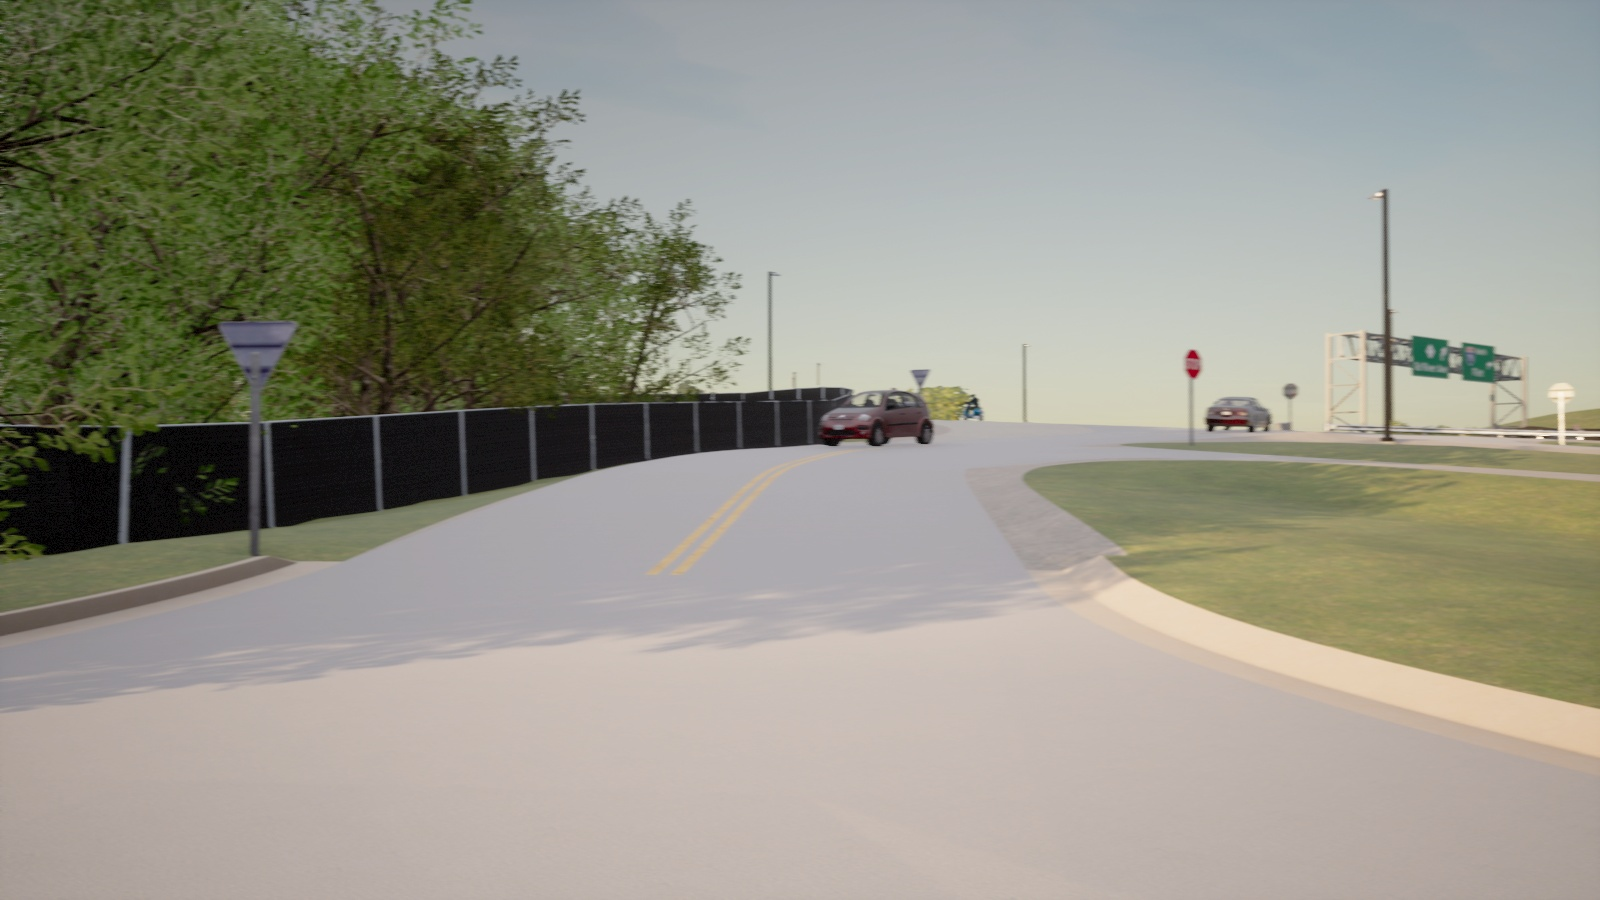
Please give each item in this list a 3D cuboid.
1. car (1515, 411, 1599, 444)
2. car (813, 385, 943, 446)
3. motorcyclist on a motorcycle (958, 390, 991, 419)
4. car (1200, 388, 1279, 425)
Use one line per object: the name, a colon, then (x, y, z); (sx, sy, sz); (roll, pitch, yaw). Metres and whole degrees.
car: (45.127, -1.308, 74.941); (1.905, 1.878, 3.866); (0, 0, -38)
car: (2.287, -1.009, 36.051); (1.851, 1.617, 3.988); (-1, 2, 36)
motorcyclist on a motorcycle: (9.904, -2.578, 71.248); (0.866, 1.590, 1.817); (0, 1, -33)
car: (17.688, -1.759, 50.359); (2.033, 1.411, 5.357); (2, 3, 30)
